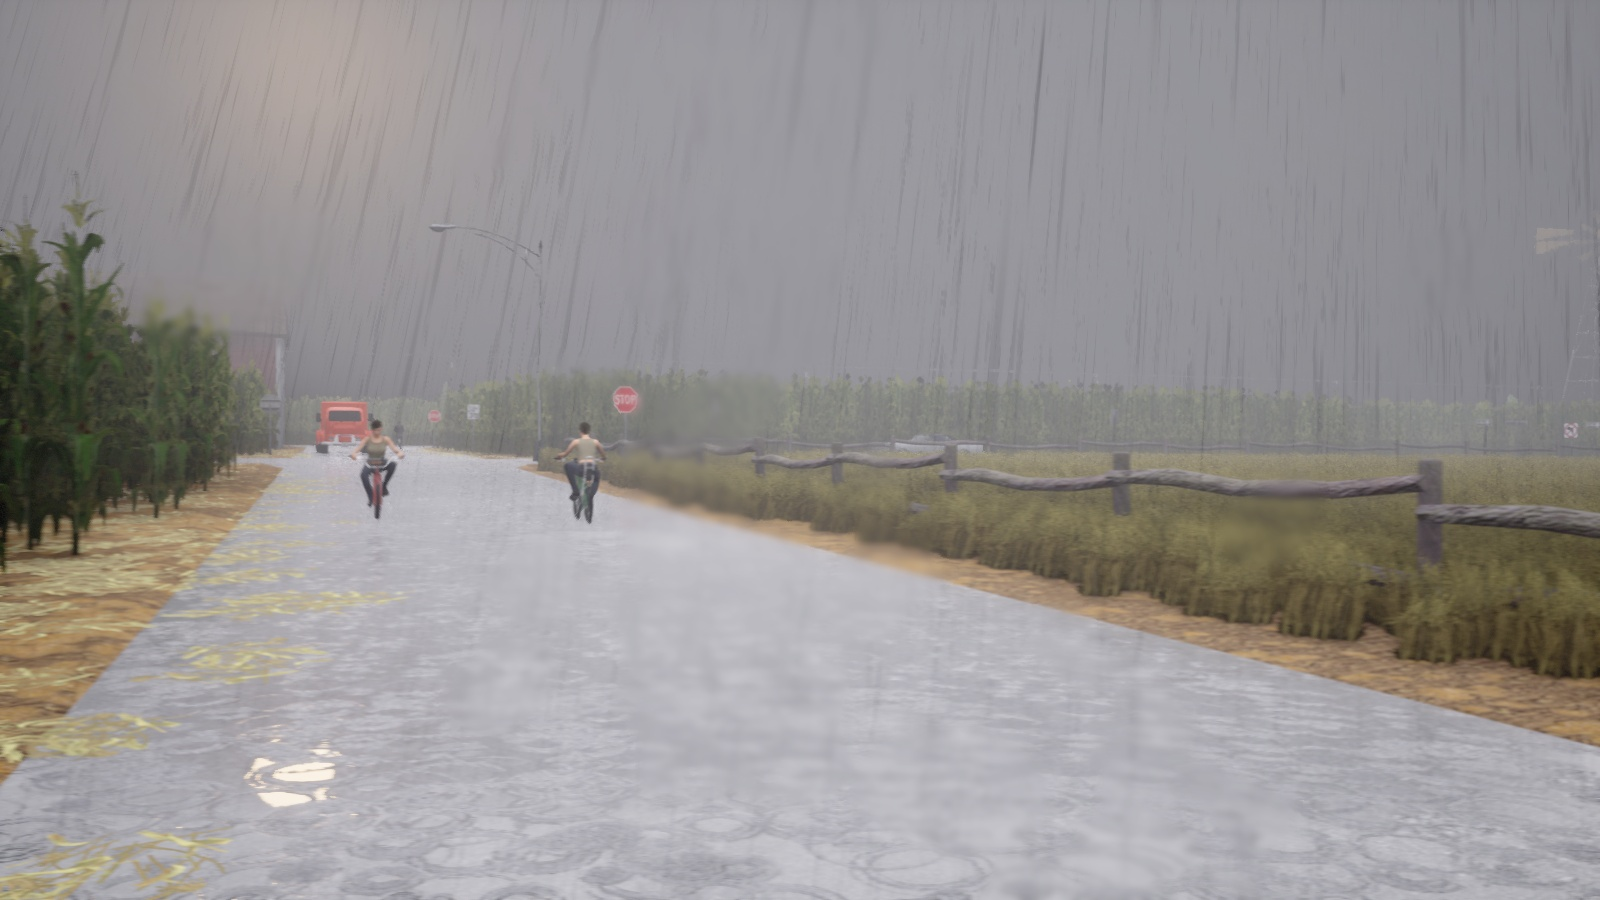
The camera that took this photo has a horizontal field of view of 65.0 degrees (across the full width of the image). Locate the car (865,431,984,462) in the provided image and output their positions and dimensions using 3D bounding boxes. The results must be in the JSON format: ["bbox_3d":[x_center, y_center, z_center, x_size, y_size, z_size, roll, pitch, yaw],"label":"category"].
[{"bbox_3d":[5.364,-0.173,54.077,4.718,1.301,1.895,-1,1,-20],"label":"car"}]

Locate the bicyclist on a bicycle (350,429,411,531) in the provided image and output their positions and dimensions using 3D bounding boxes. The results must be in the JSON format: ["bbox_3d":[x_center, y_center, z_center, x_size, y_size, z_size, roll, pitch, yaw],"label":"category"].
[{"bbox_3d":[-6.926,0.463,20.689,0.866,1.612,1.509,-1,1,-20],"label":"bicyclist on a bicycle"}]

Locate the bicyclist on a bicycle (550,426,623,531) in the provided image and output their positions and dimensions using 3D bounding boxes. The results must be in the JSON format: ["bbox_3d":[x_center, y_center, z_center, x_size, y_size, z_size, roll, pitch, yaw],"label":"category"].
[{"bbox_3d":[-3.477,0.431,20.327,0.866,1.612,1.509,-1,1,-21],"label":"bicyclist on a bicycle"}]

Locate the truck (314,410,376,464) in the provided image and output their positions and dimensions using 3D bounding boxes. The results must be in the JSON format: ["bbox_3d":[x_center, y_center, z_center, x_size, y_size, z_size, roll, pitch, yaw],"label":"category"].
[{"bbox_3d":[-21.921,-0.604,60.406,2.627,2.467,5.204,-1,0,-21],"label":"truck"}]
